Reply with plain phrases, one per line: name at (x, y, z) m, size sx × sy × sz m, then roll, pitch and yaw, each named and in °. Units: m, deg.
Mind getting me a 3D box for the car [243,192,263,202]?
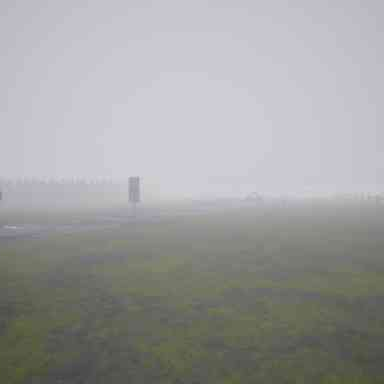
car at (9.996, 0.751, 54.251) m, size 2.097 × 1.767 × 4.553 m, roll 0°, pitch 1°, yaw 31°
